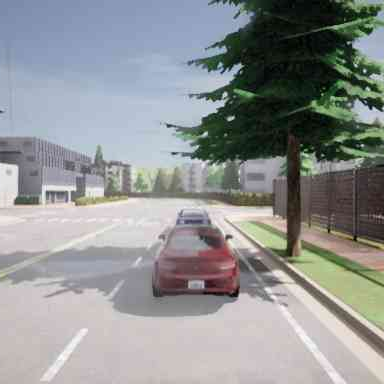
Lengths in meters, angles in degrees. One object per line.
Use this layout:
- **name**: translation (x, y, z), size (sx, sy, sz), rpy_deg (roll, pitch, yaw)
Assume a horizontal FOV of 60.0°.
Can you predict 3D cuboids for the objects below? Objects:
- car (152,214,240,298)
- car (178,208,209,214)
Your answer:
- **car**: translation (0.090, 1.530, 8.395), size (1.812, 1.442, 4.674), rpy_deg (0, 0, 0)
- **car**: translation (0.086, 1.611, 19.728), size (1.895, 1.301, 4.718), rpy_deg (0, 0, 0)
